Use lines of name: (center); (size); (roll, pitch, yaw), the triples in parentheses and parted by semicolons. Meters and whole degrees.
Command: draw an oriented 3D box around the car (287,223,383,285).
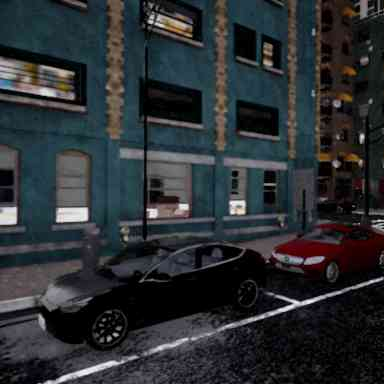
car: (4.037, 1.577, 9.431); (4.206, 1.307, 1.802); (0, 0, -35)

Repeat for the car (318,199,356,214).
car: (13.720, 1.337, 32.426); (1.947, 1.339, 4.313); (2, 0, -36)

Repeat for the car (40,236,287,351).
car: (-0.459, 1.564, 6.223); (4.313, 1.339, 1.947); (0, 1, -35)
